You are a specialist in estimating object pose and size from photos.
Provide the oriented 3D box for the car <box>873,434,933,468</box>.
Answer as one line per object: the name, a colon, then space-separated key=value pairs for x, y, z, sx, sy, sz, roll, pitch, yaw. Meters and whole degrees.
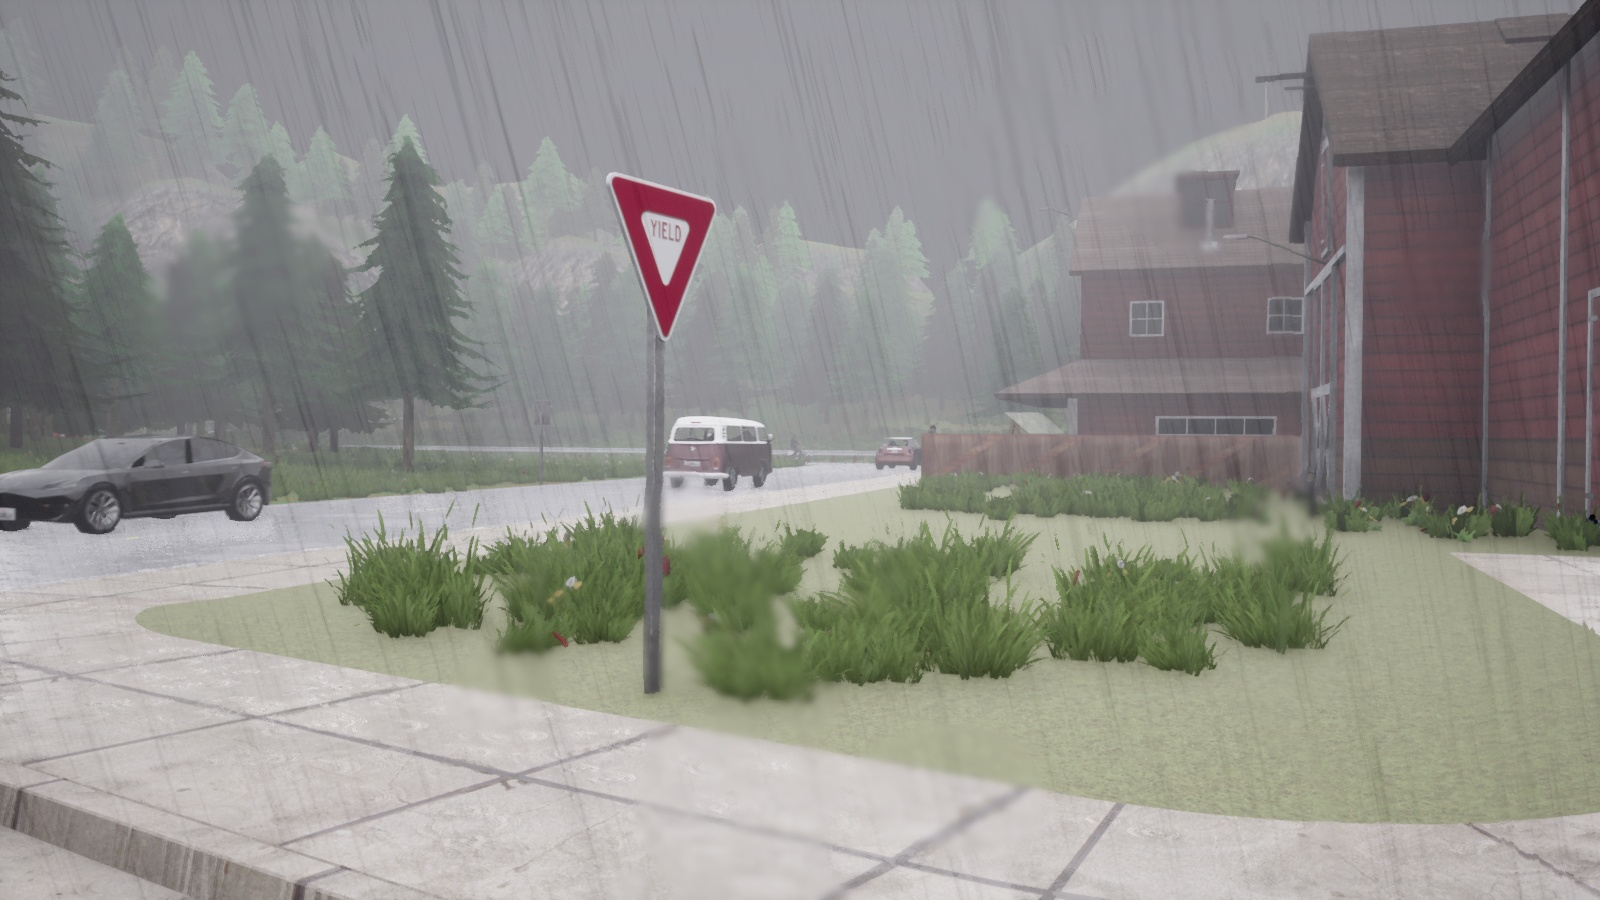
car: x=4.790 y=0.023 z=58.161 sx=1.970 sy=1.475 sz=3.806 roll=0 pitch=1 yaw=18

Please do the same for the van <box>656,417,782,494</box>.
van: x=-2.220 y=0.126 z=35.794 sx=2.069 sy=2.038 sz=4.480 roll=0 pitch=1 yaw=17

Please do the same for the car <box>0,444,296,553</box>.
car: x=-10.724 y=0.681 z=20.351 sx=2.163 sy=1.488 sz=4.792 roll=0 pitch=1 yaw=17
